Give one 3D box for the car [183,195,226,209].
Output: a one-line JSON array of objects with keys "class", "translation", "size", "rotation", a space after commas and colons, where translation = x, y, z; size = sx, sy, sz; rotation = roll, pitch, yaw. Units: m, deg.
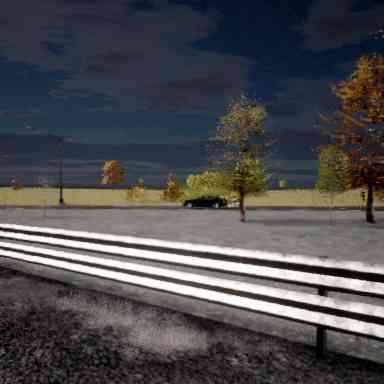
[{"class": "car", "translation": [1.466, 1.112, 37.868], "size": [5.008, 1.535, 1.882], "rotation": [0, 0, 12]}]
